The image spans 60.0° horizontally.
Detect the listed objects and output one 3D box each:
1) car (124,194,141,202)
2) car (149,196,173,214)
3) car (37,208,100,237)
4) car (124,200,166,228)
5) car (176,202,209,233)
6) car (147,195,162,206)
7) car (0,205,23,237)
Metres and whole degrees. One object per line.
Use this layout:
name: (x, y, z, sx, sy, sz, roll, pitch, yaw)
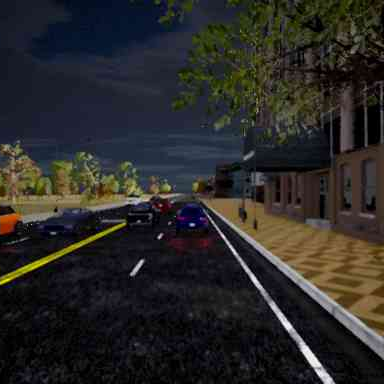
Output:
car: (-9.874, 1.356, 55.970, 2.150, 2.045, 5.566, 0, 0, 1)
car: (-3.197, 1.440, 36.040, 2.097, 1.767, 4.553, 0, 0, 0)
car: (-6.626, 1.596, 18.571, 2.033, 1.411, 5.357, 0, 0, 0)
car: (-3.179, 1.549, 22.372, 2.128, 1.511, 4.902, 0, 0, 0)
car: (0.034, 1.575, 19.919, 1.812, 1.442, 4.674, 0, 0, 1)
car: (-6.617, 1.494, 59.528, 2.097, 1.767, 4.553, 0, 0, 0)
car: (-9.867, 1.394, 15.430, 2.097, 1.767, 4.553, 0, 0, 0)
